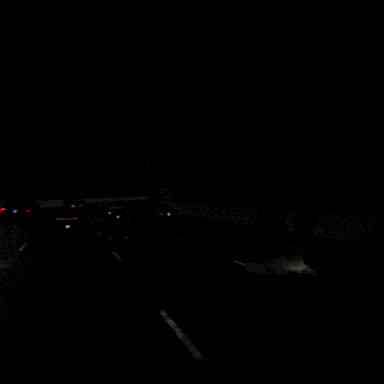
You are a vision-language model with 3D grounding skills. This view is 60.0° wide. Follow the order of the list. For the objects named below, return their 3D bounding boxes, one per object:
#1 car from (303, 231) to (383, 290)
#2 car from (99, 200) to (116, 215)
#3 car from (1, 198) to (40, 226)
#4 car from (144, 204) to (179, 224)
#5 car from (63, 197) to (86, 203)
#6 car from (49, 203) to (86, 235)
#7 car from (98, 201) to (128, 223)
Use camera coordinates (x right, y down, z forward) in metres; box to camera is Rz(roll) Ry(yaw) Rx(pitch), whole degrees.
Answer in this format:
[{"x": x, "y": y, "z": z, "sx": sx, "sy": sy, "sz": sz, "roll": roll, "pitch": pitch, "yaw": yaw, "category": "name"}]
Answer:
[{"x": 4.813, "y": 1.538, "z": 7.193, "sx": 2.033, "sy": 1.411, "sz": 5.357, "roll": 0, "pitch": 0, "yaw": -21, "category": "car"}, {"x": -10.220, "y": 1.792, "z": 39.924, "sx": 1.882, "sy": 1.535, "sz": 5.008, "roll": 0, "pitch": 0, "yaw": -15, "category": "car"}, {"x": -13.391, "y": 1.492, "z": 26.183, "sx": 2.150, "sy": 2.045, "sz": 5.566, "roll": -1, "pitch": 0, "yaw": -19, "category": "car"}, {"x": -2.554, "y": 1.717, "z": 26.960, "sx": 2.033, "sy": 1.411, "sz": 5.357, "roll": 0, "pitch": 0, "yaw": -19, "category": "car"}, {"x": -12.832, "y": 1.543, "z": 36.202, "sx": 2.150, "sy": 2.045, "sz": 5.566, "roll": -1, "pitch": 0, "yaw": -16, "category": "car"}, {"x": -7.541, "y": 1.674, "z": 20.201, "sx": 2.128, "sy": 1.511, "sz": 4.902, "roll": 0, "pitch": 0, "yaw": -20, "category": "car"}, {"x": -6.413, "y": 1.736, "z": 27.475, "sx": 1.812, "sy": 1.442, "sz": 4.674, "roll": 0, "pitch": 0, "yaw": -20, "category": "car"}]
